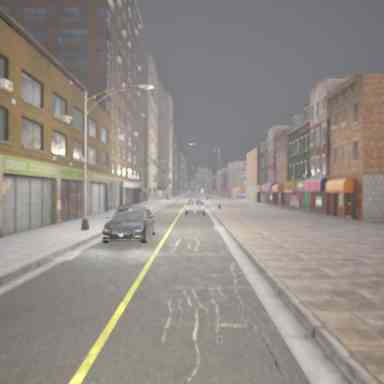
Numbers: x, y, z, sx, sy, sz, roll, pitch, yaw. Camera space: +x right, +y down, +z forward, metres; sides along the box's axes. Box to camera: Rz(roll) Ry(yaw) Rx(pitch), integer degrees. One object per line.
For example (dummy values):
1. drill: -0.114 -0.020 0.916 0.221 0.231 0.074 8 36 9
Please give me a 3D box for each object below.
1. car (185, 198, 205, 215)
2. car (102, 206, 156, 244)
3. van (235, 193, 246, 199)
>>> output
1. car: 0.281 1.486 31.899 1.895 1.301 4.718 0 0 0
2. car: -2.761 1.441 15.426 1.837 1.490 4.892 0 0 0
3. van: 14.281 1.144 94.021 3.998 1.788 1.690 0 0 0
